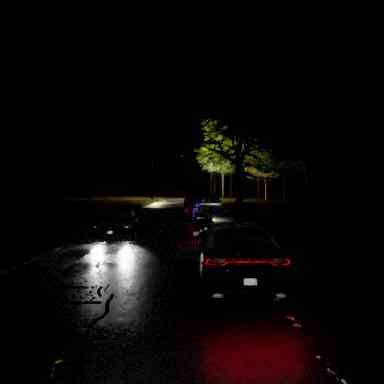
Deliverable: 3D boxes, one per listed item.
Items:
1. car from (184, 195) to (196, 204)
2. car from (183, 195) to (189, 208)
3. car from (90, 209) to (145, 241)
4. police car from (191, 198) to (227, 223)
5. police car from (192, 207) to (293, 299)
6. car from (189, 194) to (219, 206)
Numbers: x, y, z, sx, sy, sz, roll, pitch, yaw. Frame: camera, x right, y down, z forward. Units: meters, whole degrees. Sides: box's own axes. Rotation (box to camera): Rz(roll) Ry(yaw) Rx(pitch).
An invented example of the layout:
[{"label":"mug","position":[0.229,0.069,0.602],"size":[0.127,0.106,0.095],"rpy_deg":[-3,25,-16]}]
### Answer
[{"label":"car","position":[-0.316,1.301,59.609],"size":[2.033,1.411,5.357],"rpy_deg":[0,0,-1]},{"label":"car","position":[-0.135,1.327,45.200],"size":[2.128,1.511,4.902],"rpy_deg":[0,0,0]},{"label":"car","position":[-3.508,1.537,16.276],"size":[1.994,1.385,4.181],"rpy_deg":[0,0,0]},{"label":"police car","position":[1.044,1.391,18.606],"size":[1.930,1.638,5.238],"rpy_deg":[0,0,0]},{"label":"police car","position":[1.056,1.416,8.600],"size":[1.930,1.638,5.238],"rpy_deg":[0,0,0]},{"label":"car","position":[1.025,1.168,24.528],"size":[2.150,2.045,5.566],"rpy_deg":[0,0,0]}]
